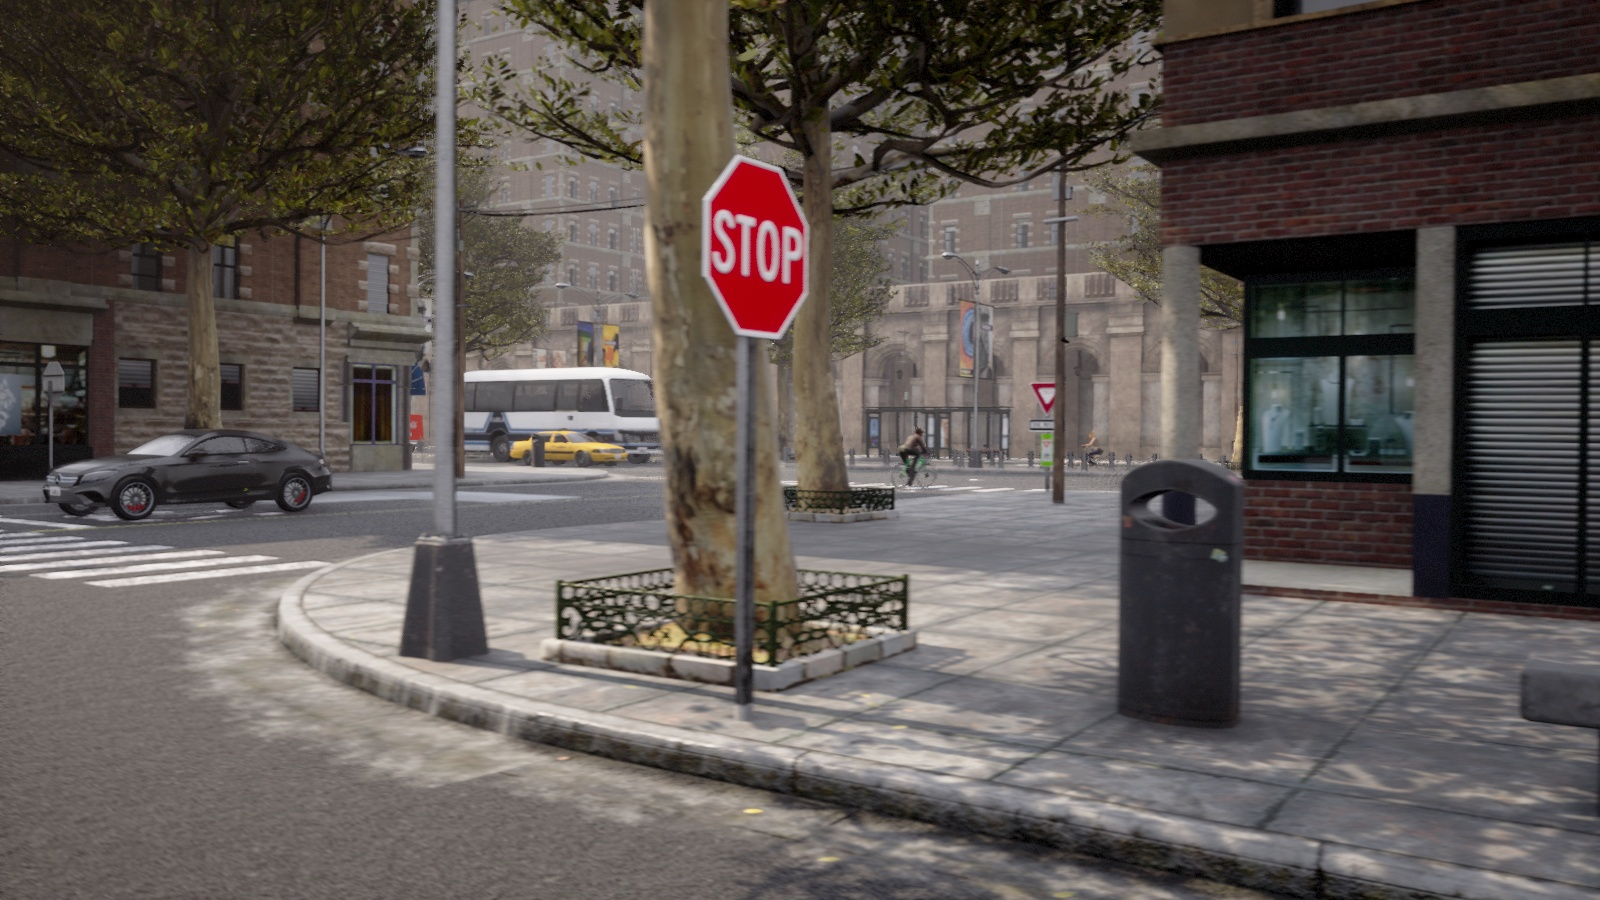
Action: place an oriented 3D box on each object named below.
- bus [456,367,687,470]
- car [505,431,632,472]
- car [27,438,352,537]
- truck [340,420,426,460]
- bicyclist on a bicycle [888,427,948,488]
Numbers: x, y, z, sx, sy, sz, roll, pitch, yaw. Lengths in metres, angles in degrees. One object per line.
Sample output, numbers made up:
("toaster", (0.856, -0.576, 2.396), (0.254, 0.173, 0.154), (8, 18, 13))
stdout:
("bus", (-10.319, -1.334, 56.101), (10.273, 4.253, 3.944), (0, 1, 34))
("car", (-9.496, 0.040, 51.373), (5.366, 1.575, 1.801), (0, 1, 34))
("car", (-10.175, 0.550, 21.310), (1.812, 1.442, 4.674), (0, 1, 33))
("truck", (-26.918, -0.645, 80.996), (5.204, 2.467, 2.627), (0, 1, 34))
("bicyclist on a bicycle", (3.205, 0.183, 34.101), (1.656, 1.620, 0.582), (-1, 2, -39))
